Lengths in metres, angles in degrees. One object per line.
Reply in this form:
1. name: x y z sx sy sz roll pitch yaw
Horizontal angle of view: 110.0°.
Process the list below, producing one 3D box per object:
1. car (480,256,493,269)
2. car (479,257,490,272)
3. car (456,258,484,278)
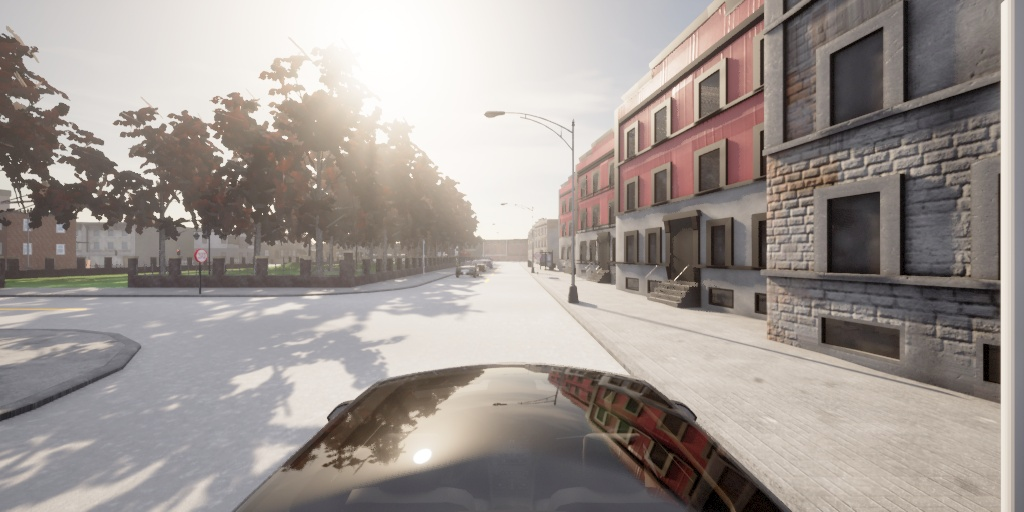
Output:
1. car: -4.195 0.972 56.097 2.150 2.045 5.566 0 0 0
2. car: -4.199 1.227 44.330 1.882 1.535 5.008 0 0 0
3. car: -4.179 1.241 34.182 2.128 1.511 4.902 0 0 0
